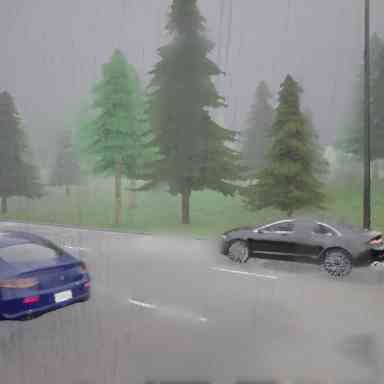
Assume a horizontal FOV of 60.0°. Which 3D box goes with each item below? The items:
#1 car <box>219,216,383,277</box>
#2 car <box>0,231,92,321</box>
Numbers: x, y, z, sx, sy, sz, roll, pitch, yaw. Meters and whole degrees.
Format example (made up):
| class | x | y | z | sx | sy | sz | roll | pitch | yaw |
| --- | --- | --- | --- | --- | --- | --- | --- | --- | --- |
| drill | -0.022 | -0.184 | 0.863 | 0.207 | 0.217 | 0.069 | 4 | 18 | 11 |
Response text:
| class | x | y | z | sx | sy | sz | roll | pitch | yaw |
| --- | --- | --- | --- | --- | --- | --- | --- | --- | --- |
| car | 3.180 | 1.493 | 10.287 | 4.902 | 1.511 | 2.128 | 0 | 0 | 34 |
| car | -3.986 | 1.526 | 6.688 | 4.674 | 1.442 | 1.812 | 0 | 0 | 34 |
